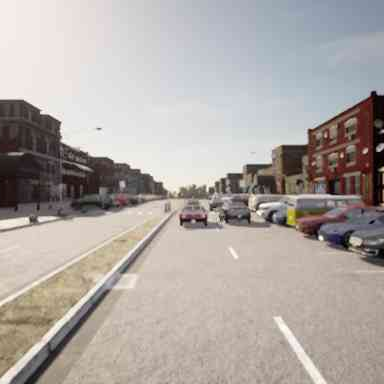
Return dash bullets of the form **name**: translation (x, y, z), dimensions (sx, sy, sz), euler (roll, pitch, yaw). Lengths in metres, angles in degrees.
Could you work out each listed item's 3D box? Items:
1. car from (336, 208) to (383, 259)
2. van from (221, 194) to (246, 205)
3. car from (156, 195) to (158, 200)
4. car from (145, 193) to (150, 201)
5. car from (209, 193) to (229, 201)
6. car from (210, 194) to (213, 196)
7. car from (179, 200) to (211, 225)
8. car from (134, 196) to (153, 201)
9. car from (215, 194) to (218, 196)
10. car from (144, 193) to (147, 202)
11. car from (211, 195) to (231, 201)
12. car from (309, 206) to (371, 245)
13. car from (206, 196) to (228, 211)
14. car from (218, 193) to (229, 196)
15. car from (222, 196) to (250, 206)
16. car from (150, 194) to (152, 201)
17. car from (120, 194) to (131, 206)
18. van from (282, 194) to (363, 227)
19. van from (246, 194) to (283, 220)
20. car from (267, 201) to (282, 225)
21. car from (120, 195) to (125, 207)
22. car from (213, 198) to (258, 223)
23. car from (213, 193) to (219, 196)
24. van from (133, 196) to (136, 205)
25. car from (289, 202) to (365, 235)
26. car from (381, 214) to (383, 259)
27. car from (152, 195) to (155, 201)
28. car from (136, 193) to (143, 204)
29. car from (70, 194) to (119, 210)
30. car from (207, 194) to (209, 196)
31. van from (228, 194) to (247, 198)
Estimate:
- **car**: translation (7.643, 1.435, 10.684), dimensions (4.892, 1.521, 2.231), euler (0, 0, 0)
- **van**: translation (7.502, 1.410, 60.316), dimensions (4.442, 1.987, 1.878), euler (0, 0, 0)
- **car**: translation (-13.025, 1.665, 93.656), dimensions (5.366, 1.575, 1.946), euler (0, -1, 0)
- **car**: translation (-12.872, 1.629, 76.994), dimensions (4.892, 1.521, 2.231), euler (0, 0, 0)
- **car**: translation (7.579, 1.424, 93.399), dimensions (5.566, 2.045, 2.435), euler (0, -1, 0)
- **car**: translation (7.584, 1.384, 76.865), dimensions (5.566, 2.045, 2.435), euler (0, 0, 0)
- **car**: translation (0.092, 1.535, 23.483), dimensions (1.895, 1.301, 4.718), euler (0, 1, 0)
- **car**: translation (-12.851, 1.670, 88.225), dimensions (4.674, 1.452, 2.002), euler (0, 0, 0)
- **car**: translation (7.802, 1.638, 65.832), dimensions (5.366, 1.575, 1.946), euler (0, 0, 0)
- **car**: translation (-12.869, 1.636, 71.434), dimensions (5.008, 1.535, 2.097), euler (0, 0, 0)
- **car**: translation (7.603, 1.639, 87.887), dimensions (5.008, 1.535, 2.097), euler (0, 0, 0)
- **car**: translation (7.605, 1.460, 13.440), dimensions (4.792, 1.488, 2.163), euler (0, 0, 0)
- **car**: translation (3.082, 1.595, 41.796), dimensions (1.837, 1.490, 4.892), euler (0, 0, 0)
- **car**: translation (7.592, 1.372, 54.800), dimensions (5.566, 2.045, 2.435), euler (0, 0, 0)
- **car**: translation (7.651, 1.505, 57.559), dimensions (4.553, 1.767, 2.185), euler (0, 0, 0)
- **car**: translation (-12.866, 1.624, 79.898), dimensions (5.008, 1.535, 2.097), euler (0, 0, 0)
- **car**: translation (-12.948, 1.364, 51.980), dimensions (5.566, 2.045, 2.435), euler (0, 0, 0)
- **van**: translation (7.749, 1.210, 18.831), dimensions (4.442, 1.987, 1.878), euler (0, 0, 0)
- **van**: translation (7.513, 1.264, 29.979), dimensions (4.442, 1.987, 1.878), euler (0, 0, 0)
- **car**: translation (7.635, 1.484, 21.707), dimensions (4.674, 1.452, 2.002), euler (0, 0, 0)
- **car**: translation (-12.903, 1.636, 49.326), dimensions (4.792, 1.488, 2.163), euler (0, 0, 0)
- **car**: translation (3.094, 1.463, 24.856), dimensions (2.128, 1.511, 4.902), euler (-1, 0, -3)
- **car**: translation (7.583, 1.512, 74.107), dimensions (4.553, 1.767, 2.185), euler (0, 0, 0)
- **van**: translation (-13.010, 1.409, 60.317), dimensions (4.442, 1.987, 1.878), euler (0, 0, 0)
- **car**: translation (7.640, 1.431, 16.196), dimensions (5.008, 1.535, 2.097), euler (0, 0, 0)
- **car**: translation (7.643, 1.441, 7.928), dimensions (4.892, 1.521, 2.231), euler (0, 0, 0)
- **car**: translation (-13.038, 1.620, 85.454), dimensions (5.366, 1.575, 1.946), euler (0, 0, 0)
- **car**: translation (-12.857, 1.386, 63.216), dimensions (5.566, 2.045, 2.435), euler (0, 0, 0)
- **car**: translation (-12.985, 1.328, 43.644), dimensions (5.566, 2.045, 2.435), euler (0, 0, 0)
- **car**: translation (7.580, 1.405, 90.646), dimensions (5.566, 2.045, 2.435), euler (0, 0, 0)
- **van**: translation (7.740, 1.368, 46.524), dimensions (4.442, 1.987, 1.878), euler (0, 0, 0)
